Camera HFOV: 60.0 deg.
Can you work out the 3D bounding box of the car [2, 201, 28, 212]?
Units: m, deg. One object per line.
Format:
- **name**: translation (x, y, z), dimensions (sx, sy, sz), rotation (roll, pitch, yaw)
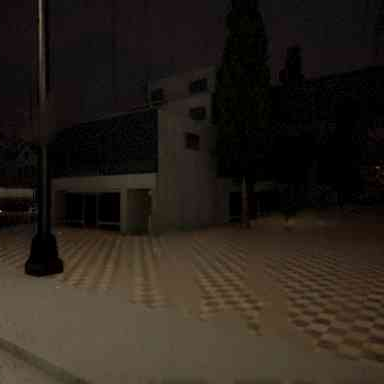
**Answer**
- **car**: translation (-23.682, 1.928, 44.411), dimensions (4.181, 1.385, 1.994), rotation (-1, 0, 39)
